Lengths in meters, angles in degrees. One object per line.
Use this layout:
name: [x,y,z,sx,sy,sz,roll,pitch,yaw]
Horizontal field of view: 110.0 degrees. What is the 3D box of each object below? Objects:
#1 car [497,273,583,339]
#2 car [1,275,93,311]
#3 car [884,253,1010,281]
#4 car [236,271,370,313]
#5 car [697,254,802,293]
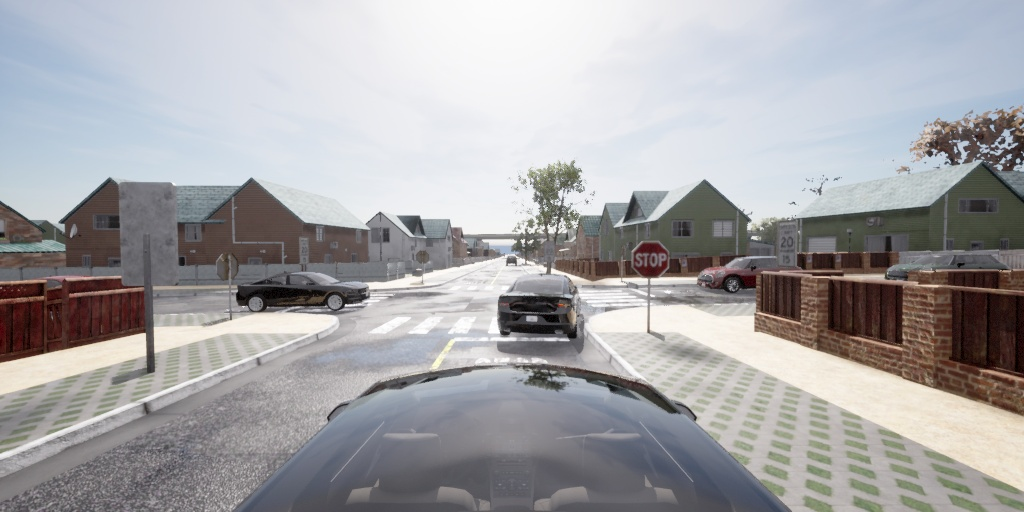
car: [0.948,1.224,10.270,1.882,1.535,5.008,0,0,12]
car: [-18.036,1.546,14.712,5.008,1.535,1.882,-1,2,0]
car: [21.683,0.645,17.976,4.553,1.767,2.097,-1,2,0]
car: [-8.484,1.376,14.786,5.008,1.535,1.882,-1,2,0]
car: [11.788,0.820,17.893,4.553,1.767,2.097,-1,2,0]
